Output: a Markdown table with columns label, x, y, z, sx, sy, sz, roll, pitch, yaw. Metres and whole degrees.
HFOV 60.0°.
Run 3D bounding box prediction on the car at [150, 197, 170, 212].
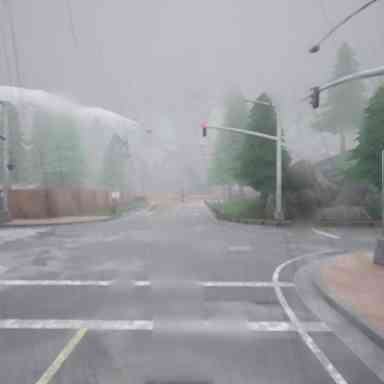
| label | x | y | z | sx | sy | sz | roll | pitch | yaw |
| --- | --- | --- | --- | --- | --- | --- | --- | --- | --- |
| car | -3.532 | 1.339 | 36.803 | 1.882 | 1.535 | 5.008 | 0 | 0 | 0 |
